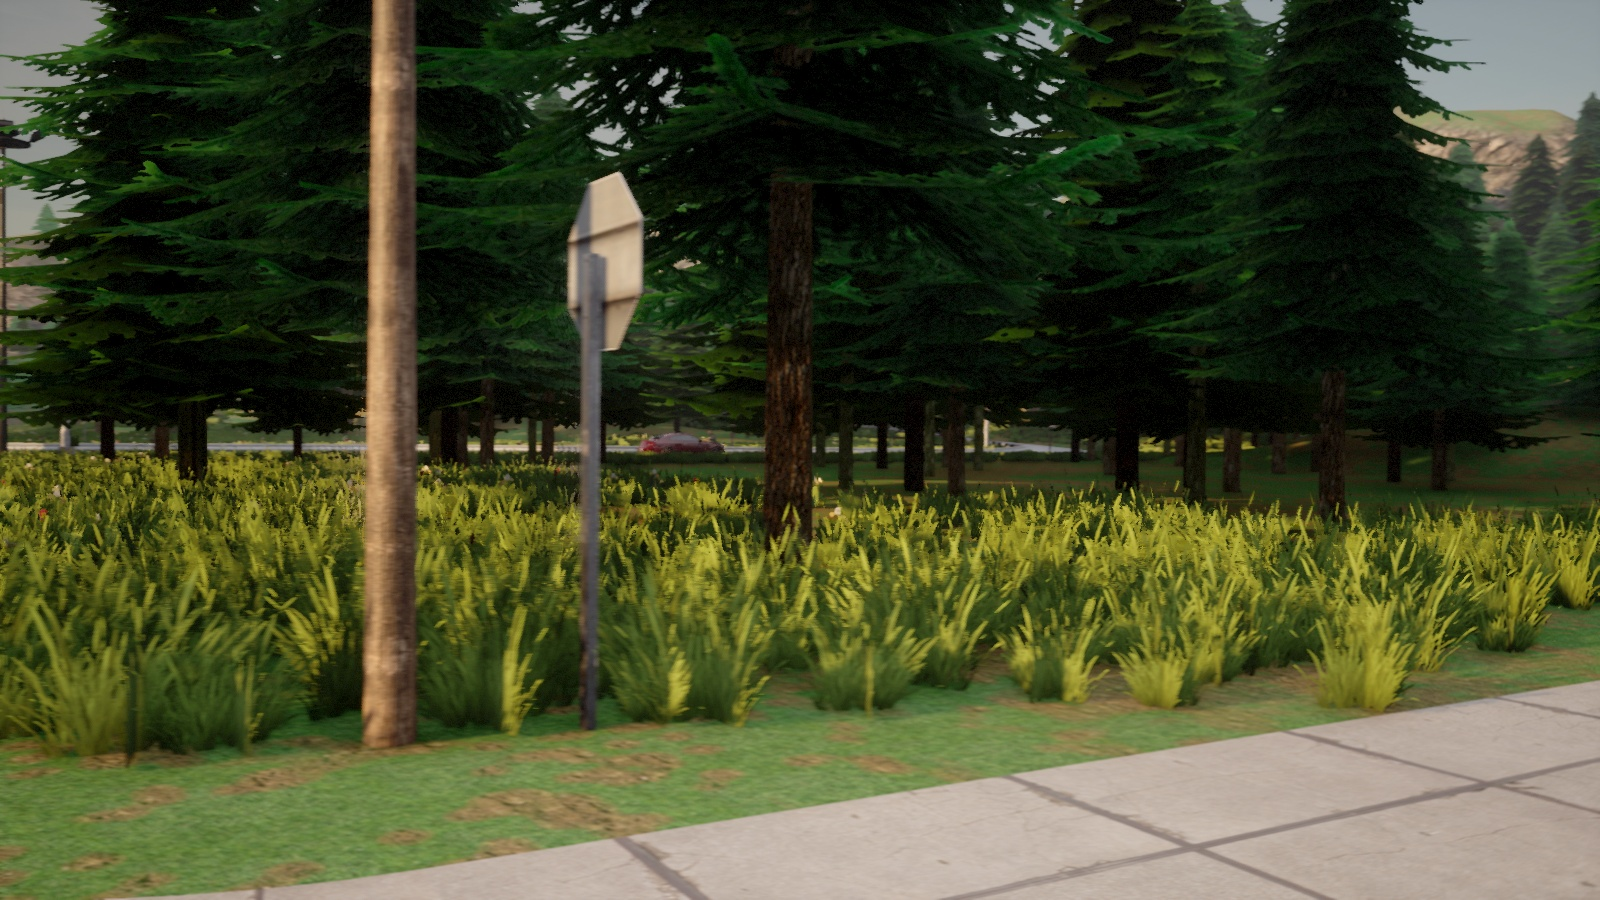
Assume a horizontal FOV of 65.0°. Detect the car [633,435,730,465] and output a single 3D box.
[{"bbox_3d":[-6.158,-0.025,65.318,4.674,1.442,1.812,-1,1,-33],"label":"car"}]
